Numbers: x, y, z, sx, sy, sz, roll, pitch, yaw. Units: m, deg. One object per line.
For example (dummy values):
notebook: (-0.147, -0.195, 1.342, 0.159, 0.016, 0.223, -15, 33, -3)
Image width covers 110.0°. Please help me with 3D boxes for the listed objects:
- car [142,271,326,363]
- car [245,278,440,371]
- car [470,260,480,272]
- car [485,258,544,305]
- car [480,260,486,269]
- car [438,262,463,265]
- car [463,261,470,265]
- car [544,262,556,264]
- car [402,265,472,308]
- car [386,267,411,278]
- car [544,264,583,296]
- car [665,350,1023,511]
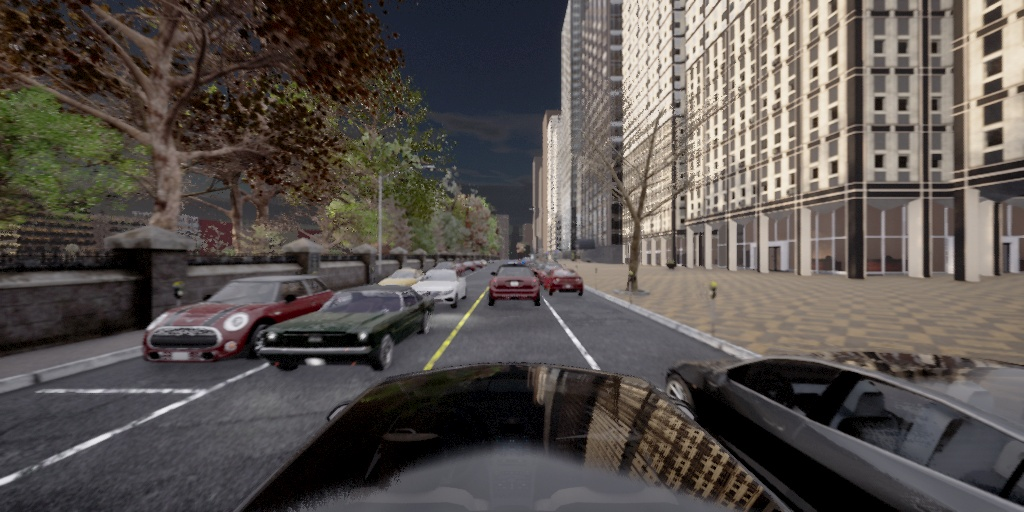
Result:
car: (-5.692, 1.195, 8.144, 1.967, 1.591, 4.097, 0, 0, 0)
car: (-3.081, 1.356, 7.832, 1.895, 1.301, 4.718, 0, 0, 0)
car: (-5.694, 1.353, 47.569, 1.888, 1.381, 4.507, 0, 0, 0)
car: (0.098, 1.115, 16.179, 2.097, 1.767, 4.553, 0, 0, 0)
car: (-5.695, 1.374, 58.833, 1.888, 1.381, 4.507, 0, 0, 0)
car: (-5.693, 1.222, 30.672, 1.967, 1.591, 4.097, 0, 0, 0)
car: (-5.694, 1.335, 36.305, 1.888, 1.381, 4.507, 0, 0, 0)
car: (2.687, 1.214, 25.041, 1.967, 1.591, 4.097, 0, 0, 0)
car: (-3.002, 1.288, 15.330, 1.812, 1.442, 4.674, 0, 0, 0)
car: (-5.692, 1.293, 19.239, 1.751, 1.417, 4.829, 0, 0, 0)
car: (2.688, 1.312, 19.410, 1.888, 1.381, 4.507, 0, 0, 0)
car: (2.688, 1.316, 2.512, 1.948, 1.339, 4.313, 0, 0, 0)
